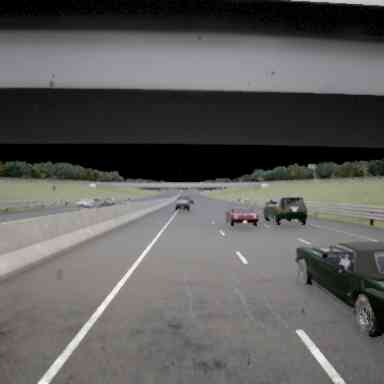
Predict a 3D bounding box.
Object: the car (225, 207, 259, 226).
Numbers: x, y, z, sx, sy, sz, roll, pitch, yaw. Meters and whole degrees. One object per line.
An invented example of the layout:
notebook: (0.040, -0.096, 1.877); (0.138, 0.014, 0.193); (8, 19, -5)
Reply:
car: (3.538, 1.721, 24.399); (1.895, 1.301, 4.718); (0, 0, 0)

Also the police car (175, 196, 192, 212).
police car: (-1.248, 1.715, 44.318); (1.930, 1.638, 5.238); (0, -1, -1)

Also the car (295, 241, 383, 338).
car: (3.594, 1.616, 6.576); (1.895, 1.301, 4.718); (0, 0, 0)

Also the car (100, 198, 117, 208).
car: (-14.371, 1.766, 57.253); (2.097, 1.767, 4.553); (0, -1, 0)

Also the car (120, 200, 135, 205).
car: (-10.866, 1.966, 56.201); (1.994, 1.385, 4.181); (0, -1, 0)

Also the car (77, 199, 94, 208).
car: (-17.860, 1.927, 55.937); (1.812, 1.442, 4.674); (0, 0, 0)

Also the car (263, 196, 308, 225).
car: (7.032, 1.350, 25.494); (2.150, 2.045, 5.566); (0, 0, 0)

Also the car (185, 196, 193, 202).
car: (-0.869, 1.982, 93.683); (2.097, 1.767, 4.553); (0, 0, -1)
